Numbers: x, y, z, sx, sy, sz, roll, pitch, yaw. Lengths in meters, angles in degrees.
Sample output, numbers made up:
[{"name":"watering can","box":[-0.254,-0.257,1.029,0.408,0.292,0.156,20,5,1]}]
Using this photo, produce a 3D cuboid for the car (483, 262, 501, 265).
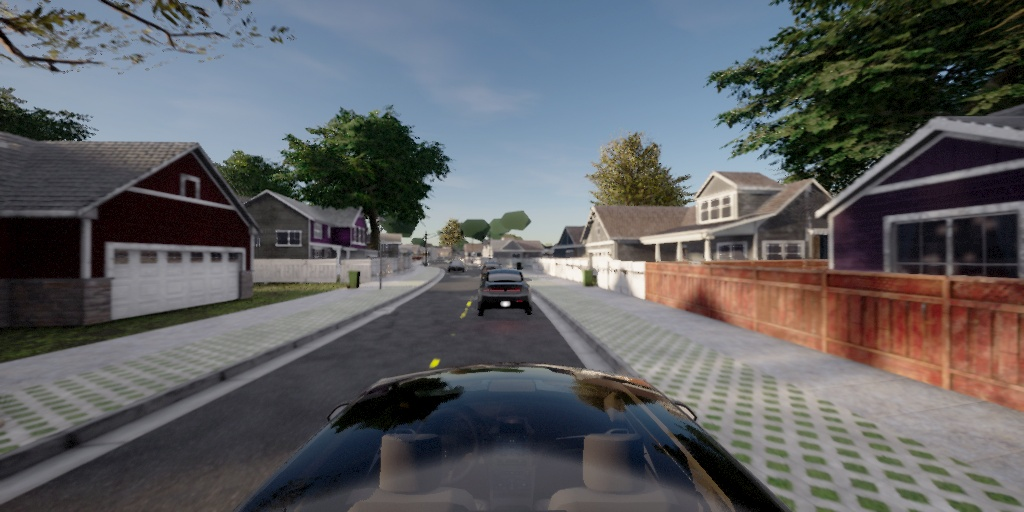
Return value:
[{"name":"car","box":[-1.674,1.239,29.281,1.837,1.490,4.892,0,0,-6]}]

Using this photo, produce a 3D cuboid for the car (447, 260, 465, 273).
[{"name":"car","box":[-6.603,1.213,42.382,1.882,1.535,5.008,0,0,-10]}]

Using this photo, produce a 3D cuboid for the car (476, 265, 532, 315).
[{"name":"car","box":[-0.313,1.246,13.656,1.837,1.490,4.892,0,0,-3]}]
